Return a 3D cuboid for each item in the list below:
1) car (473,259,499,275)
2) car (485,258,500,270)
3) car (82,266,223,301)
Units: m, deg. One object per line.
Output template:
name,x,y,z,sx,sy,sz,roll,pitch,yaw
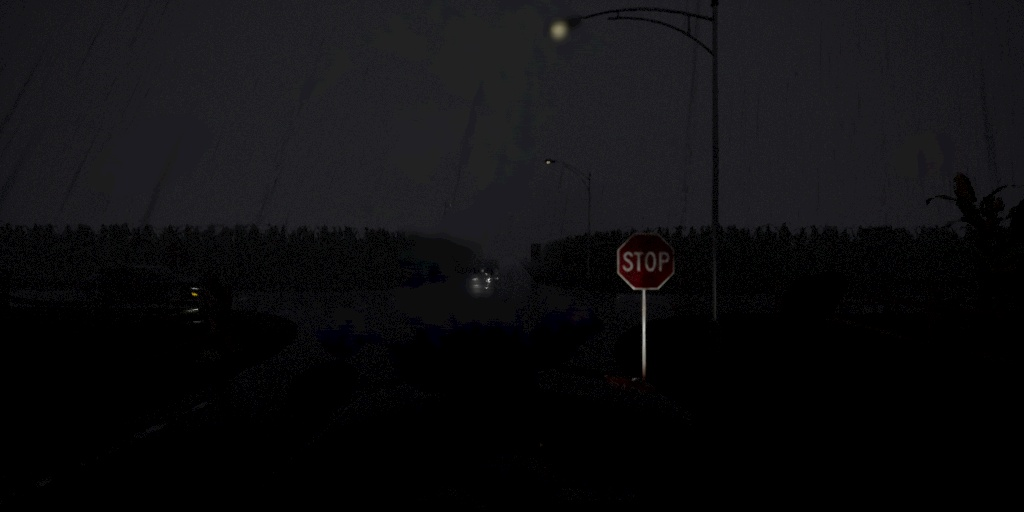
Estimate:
car,-2.821,1.159,36.888,2.128,1.511,4.902,0,0,0
car,-2.803,1.131,51.402,1.837,1.490,4.892,0,1,0
car,-14.581,1.175,14.762,4.892,1.490,1.837,1,0,1
